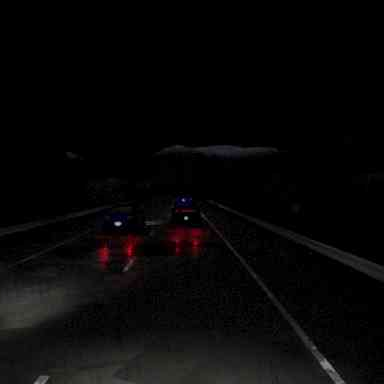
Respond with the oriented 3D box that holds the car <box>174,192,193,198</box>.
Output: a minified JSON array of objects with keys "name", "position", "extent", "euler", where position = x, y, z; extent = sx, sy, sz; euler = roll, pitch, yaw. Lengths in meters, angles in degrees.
[{"name":"car","position":[-1.012,1.007,40.337],"extent":[2.150,2.045,5.566],"euler":[0,1,-2]}]

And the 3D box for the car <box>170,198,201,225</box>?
[{"name":"car","position":[-0.432,1.368,22.646],"extent":[2.128,1.511,4.902],"euler":[0,0,-2]}]

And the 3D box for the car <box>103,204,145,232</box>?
[{"name":"car","position":[-3.821,1.424,19.154],"extent":[1.812,1.442,4.674],"euler":[0,0,-2]}]
